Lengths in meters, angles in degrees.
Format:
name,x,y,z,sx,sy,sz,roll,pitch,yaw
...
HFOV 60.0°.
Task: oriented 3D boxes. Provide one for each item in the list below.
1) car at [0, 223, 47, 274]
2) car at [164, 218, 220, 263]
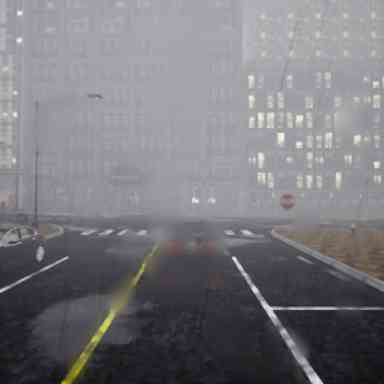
name,x,y,z,sx,sy,sz,roll,pitch,yaw
car,-5.811,1.653,9.743,2.008,1.369,4.403,1,-1,0
car,0.013,1.678,12.546,2.033,1.411,5.357,0,-1,0
